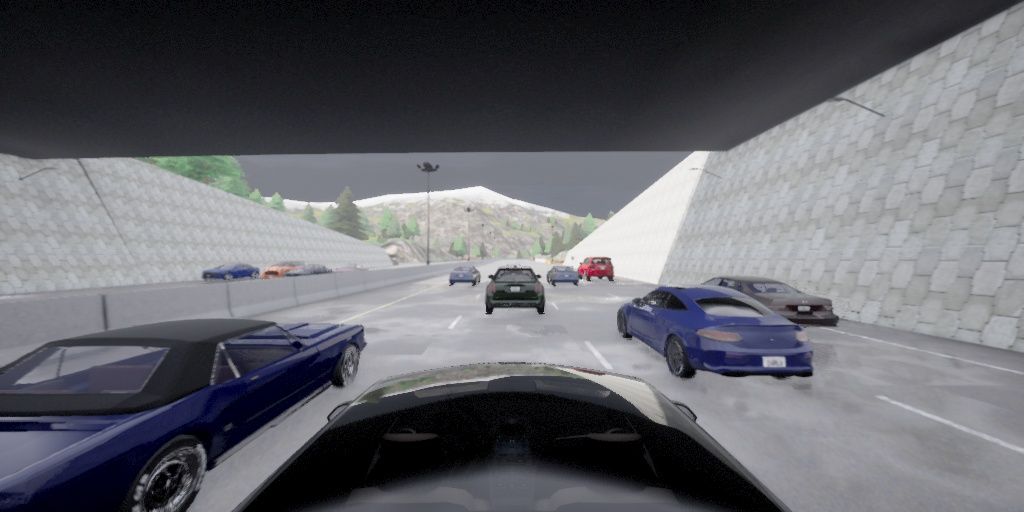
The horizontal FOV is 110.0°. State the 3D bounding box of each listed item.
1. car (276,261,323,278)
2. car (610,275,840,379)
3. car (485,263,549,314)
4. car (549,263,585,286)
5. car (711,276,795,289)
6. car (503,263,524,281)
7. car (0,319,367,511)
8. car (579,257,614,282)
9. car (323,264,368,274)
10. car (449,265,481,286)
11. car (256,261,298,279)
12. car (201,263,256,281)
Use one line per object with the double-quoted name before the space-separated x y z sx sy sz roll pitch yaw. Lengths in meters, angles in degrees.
"car" -17.561 1.412 31.221 2.033 1.411 5.357 0 0 0
"car" 3.592 1.297 7.218 1.812 1.442 4.674 0 0 0
"car" 0.113 1.151 14.261 2.097 1.767 4.553 0 0 0
"car" 3.630 1.393 26.295 2.033 1.411 5.357 0 0 0
"car" 7.109 1.334 11.236 2.033 1.411 5.357 0 0 0
"car" 0.126 1.396 32.741 1.812 1.442 4.674 0 0 0
"car" -3.399 1.360 3.999 1.895 1.301 4.718 0 0 0
"car" 7.136 1.084 30.844 2.150 2.045 5.566 0 0 0
"car" -14.059 1.391 31.150 1.812 1.442 4.674 0 0 0
"car" -3.370 1.393 26.300 2.033 1.411 5.357 0 0 0
"car" -21.052 1.227 33.546 2.097 1.767 4.553 0 0 0
"car" -24.557 1.344 31.507 1.882 1.535 5.008 0 0 0
